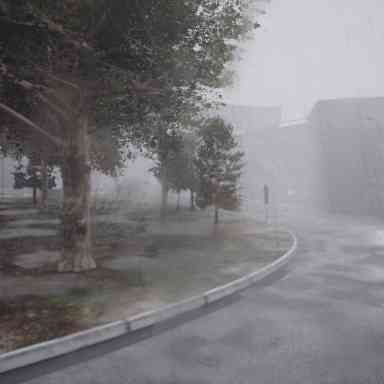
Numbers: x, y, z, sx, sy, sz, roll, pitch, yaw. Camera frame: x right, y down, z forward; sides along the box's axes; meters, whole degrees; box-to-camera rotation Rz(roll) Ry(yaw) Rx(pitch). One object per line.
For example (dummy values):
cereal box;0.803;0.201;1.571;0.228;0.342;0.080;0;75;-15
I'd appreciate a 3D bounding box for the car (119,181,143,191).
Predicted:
car;-13.338;-1.037;71.608;4.892;1.521;2.231;-1;5;-28

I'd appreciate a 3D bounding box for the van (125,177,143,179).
van;-14.512;-2.036;80.658;4.442;1.987;1.878;-1;5;-28
